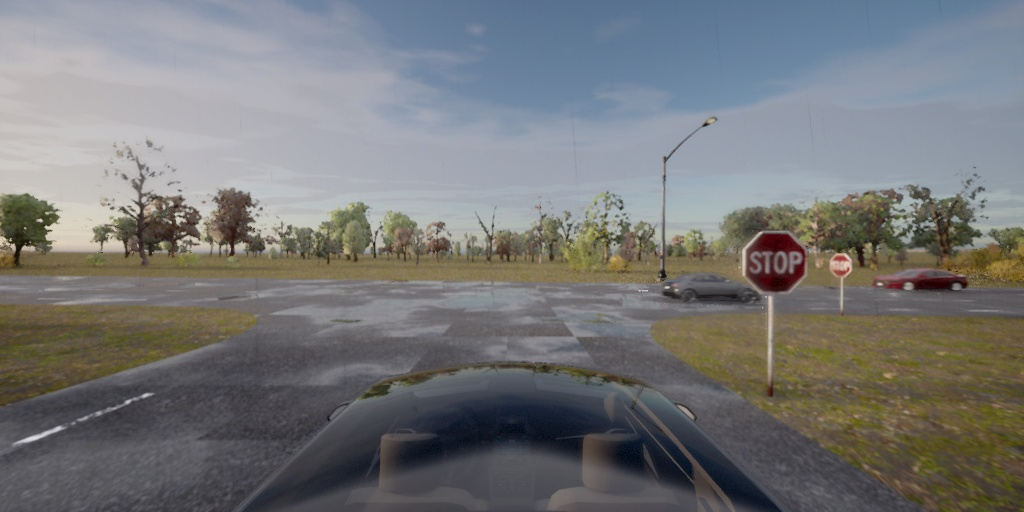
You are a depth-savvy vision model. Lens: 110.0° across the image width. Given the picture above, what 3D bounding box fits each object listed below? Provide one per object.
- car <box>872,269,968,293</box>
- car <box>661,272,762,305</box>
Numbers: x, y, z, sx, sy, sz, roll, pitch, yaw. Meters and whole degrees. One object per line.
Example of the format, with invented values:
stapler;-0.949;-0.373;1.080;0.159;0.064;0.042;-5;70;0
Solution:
car;27.130;1.605;23.957;5.008;1.535;1.882;0;1;0
car;9.407;1.505;17.108;4.181;1.385;1.994;1;1;1
